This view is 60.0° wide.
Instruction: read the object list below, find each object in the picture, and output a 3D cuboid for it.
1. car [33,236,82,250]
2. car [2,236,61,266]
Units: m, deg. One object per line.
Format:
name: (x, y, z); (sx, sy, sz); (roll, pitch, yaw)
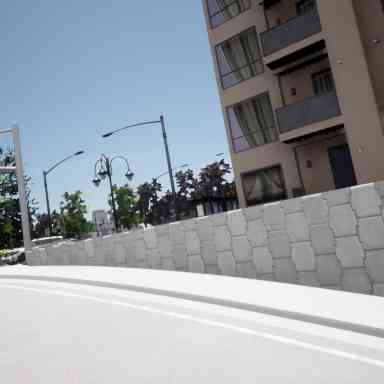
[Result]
car: (-10.591, 4.827, 28.887); (2.128, 1.511, 4.902); (-14, -8, 35)
car: (-14.123, 5.314, 30.276); (2.150, 2.045, 5.566); (-14, -8, 35)
